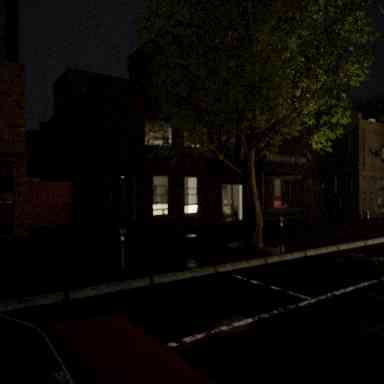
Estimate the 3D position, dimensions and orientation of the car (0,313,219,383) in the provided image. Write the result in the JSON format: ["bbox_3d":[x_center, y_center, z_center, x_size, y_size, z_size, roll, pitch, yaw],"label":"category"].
[{"bbox_3d":[-2.183,1.602,1.827,4.718,1.301,1.895,0,0,-35],"label":"car"}]
